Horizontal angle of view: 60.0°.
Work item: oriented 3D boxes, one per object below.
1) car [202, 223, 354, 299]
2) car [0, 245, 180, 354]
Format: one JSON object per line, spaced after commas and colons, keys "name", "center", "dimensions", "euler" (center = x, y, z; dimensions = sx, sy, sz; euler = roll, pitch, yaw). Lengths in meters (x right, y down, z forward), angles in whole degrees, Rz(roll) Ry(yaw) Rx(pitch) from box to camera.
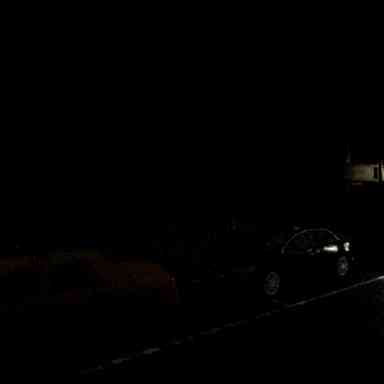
{"name": "car", "center": [2.256, 1.499, 8.208], "dimensions": [4.403, 1.369, 2.008], "euler": [-1, 0, -35]}
{"name": "car", "center": [-2.494, 1.521, 4.870], "dimensions": [4.829, 1.417, 1.752], "euler": [-1, 0, -35]}
